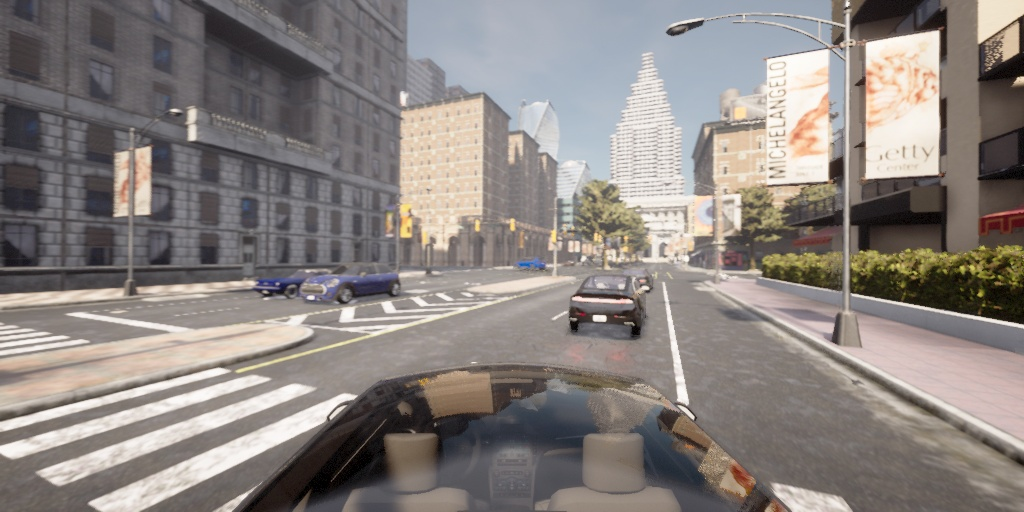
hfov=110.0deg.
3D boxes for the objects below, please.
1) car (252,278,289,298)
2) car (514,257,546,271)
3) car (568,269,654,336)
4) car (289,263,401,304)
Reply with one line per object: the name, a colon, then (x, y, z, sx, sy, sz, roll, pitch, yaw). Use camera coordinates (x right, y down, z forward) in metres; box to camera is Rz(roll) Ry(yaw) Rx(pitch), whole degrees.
car: (-10.347, 1.341, 18.303, 1.895, 1.301, 4.718, 0, 0, 23)
car: (2.728, 1.216, 55.313, 2.150, 2.045, 5.566, 1, -1, -44)
car: (3.010, 1.302, 10.823, 2.128, 1.511, 4.902, 0, 0, 22)
car: (-7.272, 1.109, 16.563, 2.097, 1.767, 4.553, 0, 0, 22)
